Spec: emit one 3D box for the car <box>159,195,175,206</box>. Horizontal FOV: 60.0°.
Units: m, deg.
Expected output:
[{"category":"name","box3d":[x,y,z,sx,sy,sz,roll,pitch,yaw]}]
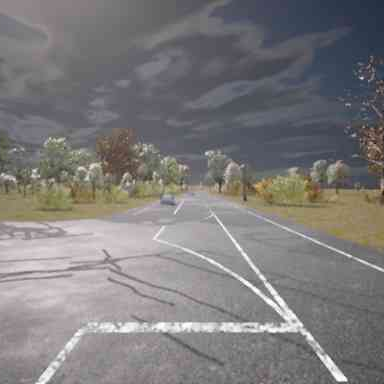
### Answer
[{"category":"car","box3d":[-3.326,1.079,45.246,1.812,1.442,4.674,0,1,0]}]
